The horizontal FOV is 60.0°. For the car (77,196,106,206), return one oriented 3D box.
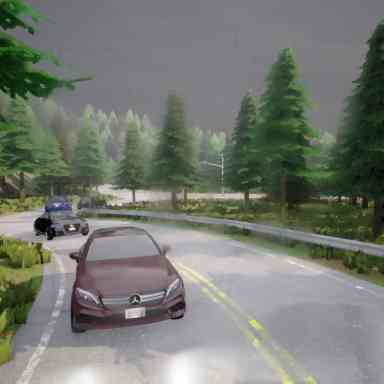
[{"bbox_3d":[-12.751,1.289,42.829,2.097,1.767,4.553,2,2,13],"label":"car"}]

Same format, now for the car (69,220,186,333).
[{"bbox_3d":[-1.527,1.523,7.103,1.812,1.442,4.674,-2,0,-17],"label":"car"}]

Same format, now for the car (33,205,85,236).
[{"bbox_3d":[-7.099,1.663,17.880,1.994,1.385,4.181,-4,2,-38],"label":"car"}]

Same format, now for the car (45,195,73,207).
[{"bbox_3d":[-12.887,1.326,32.237,2.150,2.045,5.566,-1,0,-18],"label":"car"}]
